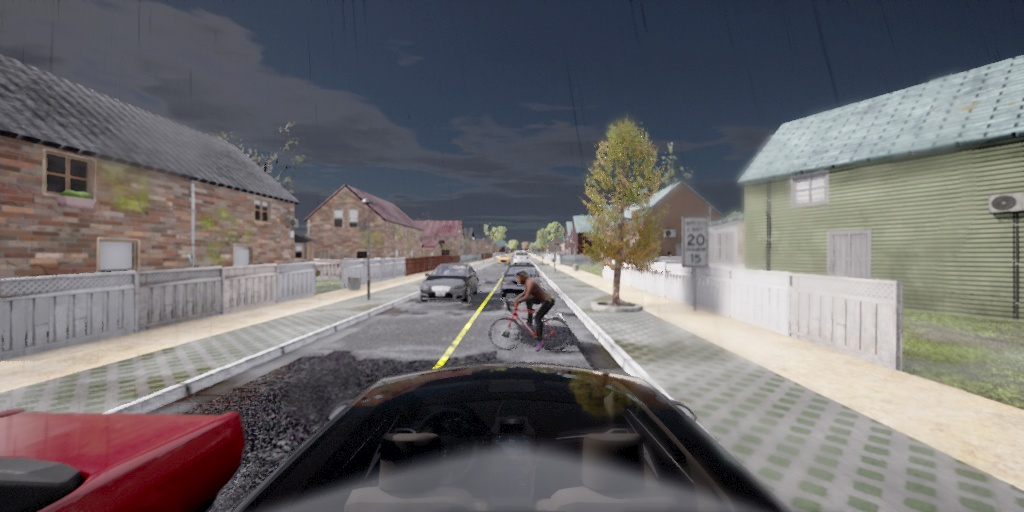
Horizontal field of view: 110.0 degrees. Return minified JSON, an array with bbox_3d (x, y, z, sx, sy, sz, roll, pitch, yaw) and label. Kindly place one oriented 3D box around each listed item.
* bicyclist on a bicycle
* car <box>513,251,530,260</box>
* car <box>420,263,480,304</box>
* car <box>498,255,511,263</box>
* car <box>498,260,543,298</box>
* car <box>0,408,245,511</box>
[{"bbox_3d":[0.364,1.115,7.201,1.656,1.620,0.582,0,1,2],"label":"bicyclist on a bicycle"},{"bbox_3d":[1.347,0.394,49.682,2.150,2.045,5.566,0,0,2],"label":"car"},{"bbox_3d":[-2.519,1.077,15.401,2.128,1.511,4.902,0,1,2],"label":"car"},{"bbox_3d":[-1.259,0.532,59.341,1.882,1.535,5.008,0,0,2],"label":"car"},{"bbox_3d":[0.469,1.118,17.030,2.033,1.411,5.357,0,1,2],"label":"car"},{"bbox_3d":[-2.928,1.362,0.352,1.895,1.301,4.718,0,1,2],"label":"car"}]
